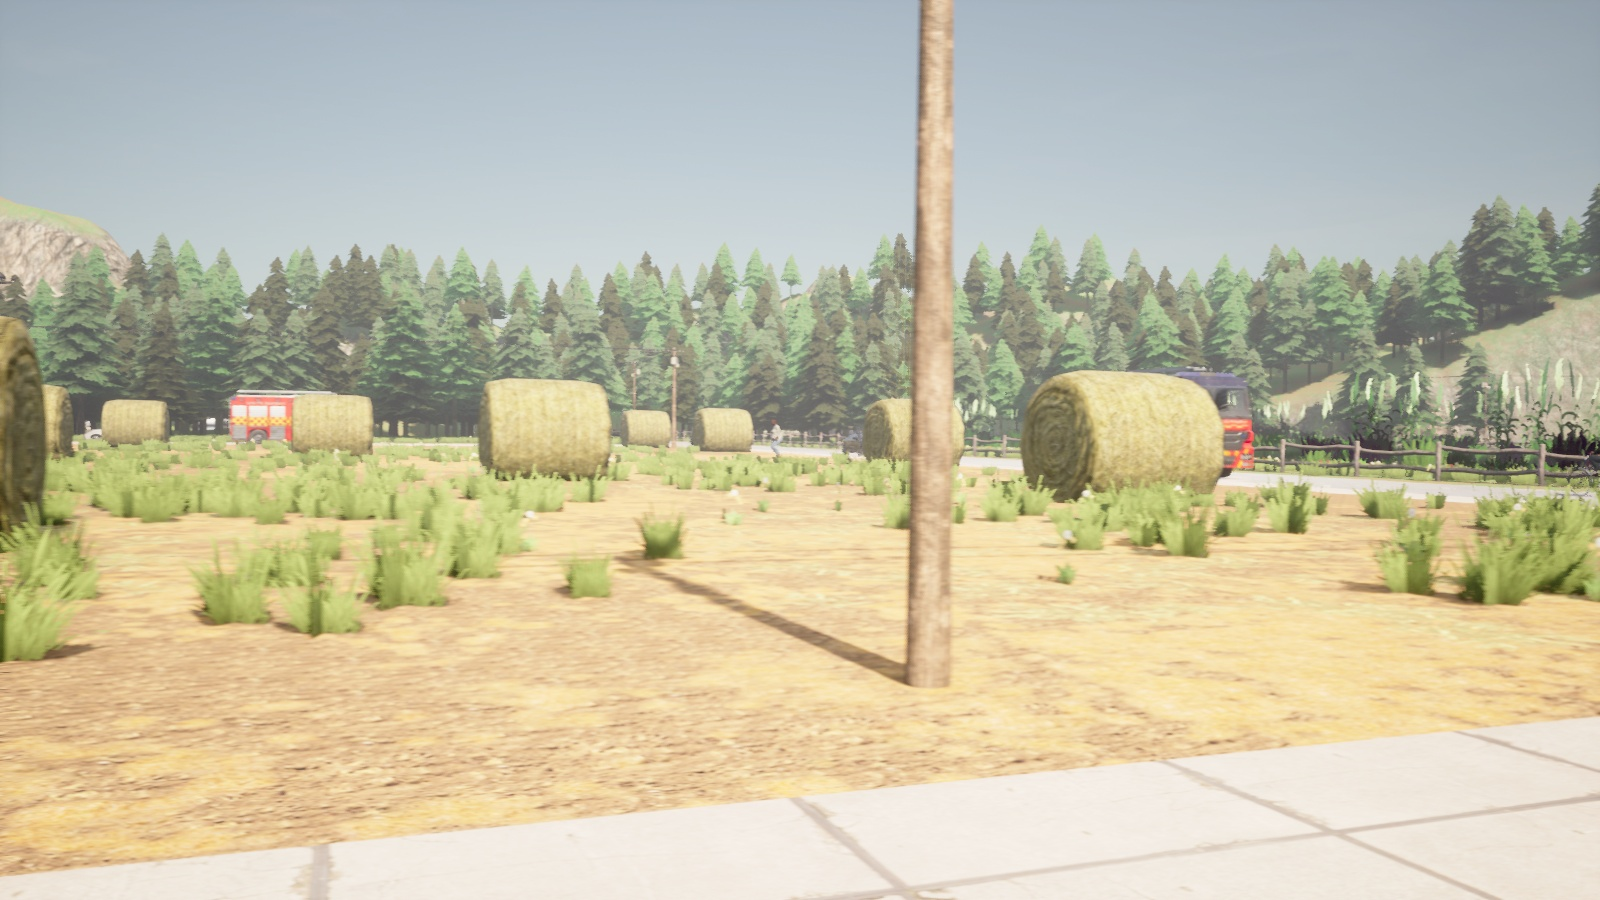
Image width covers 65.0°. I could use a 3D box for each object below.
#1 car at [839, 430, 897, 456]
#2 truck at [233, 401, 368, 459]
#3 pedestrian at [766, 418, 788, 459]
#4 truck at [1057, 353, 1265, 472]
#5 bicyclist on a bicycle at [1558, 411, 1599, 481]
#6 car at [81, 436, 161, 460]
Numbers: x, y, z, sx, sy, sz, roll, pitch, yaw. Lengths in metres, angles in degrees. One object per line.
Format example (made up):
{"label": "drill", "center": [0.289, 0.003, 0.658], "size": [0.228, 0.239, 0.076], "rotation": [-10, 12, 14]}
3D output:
{"label": "car", "center": [3.863, -0.427, 72.152], "size": [1.812, 1.442, 4.674], "rotation": [-1, 1, -18]}
{"label": "truck", "center": [-34.352, -1.406, 86.666], "size": [8.468, 3.827, 2.891], "rotation": [-1, 1, -21]}
{"label": "pedestrian", "center": [-1.080, -0.514, 57.736], "size": [0.900, 1.855, 0.874], "rotation": [-1, 1, -8]}
{"label": "truck", "center": [12.612, -1.269, 44.929], "size": [2.891, 3.827, 8.468], "rotation": [-1, 1, -18]}
{"label": "bicyclist on a bicycle", "center": [20.435, -0.110, 32.104], "size": [0.659, 1.776, 1.843], "rotation": [-1, 1, -18]}
{"label": "car", "center": [-46.390, -0.151, 85.887], "size": [4.514, 1.525, 2.007], "rotation": [-1, 1, -21]}
